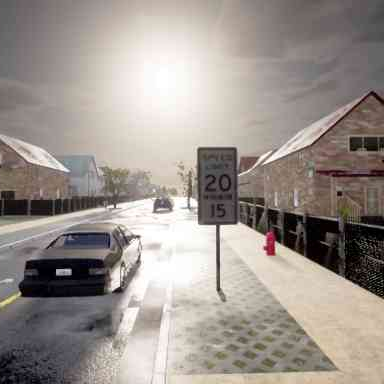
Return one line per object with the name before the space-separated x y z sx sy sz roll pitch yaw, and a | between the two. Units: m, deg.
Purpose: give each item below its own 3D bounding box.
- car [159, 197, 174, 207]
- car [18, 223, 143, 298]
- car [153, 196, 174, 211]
car | -3.736 1.493 49.442 1.994 1.385 4.181 0 0 -2
car | -2.464 1.530 8.693 2.033 1.411 5.357 0 0 -2
car | -3.371 1.277 39.193 2.097 1.767 4.553 0 0 -1
